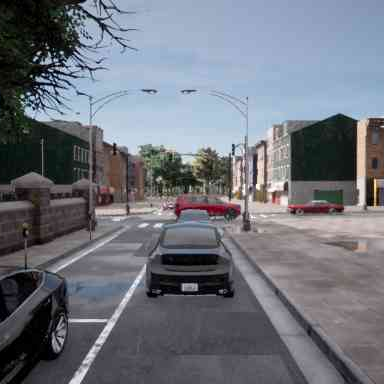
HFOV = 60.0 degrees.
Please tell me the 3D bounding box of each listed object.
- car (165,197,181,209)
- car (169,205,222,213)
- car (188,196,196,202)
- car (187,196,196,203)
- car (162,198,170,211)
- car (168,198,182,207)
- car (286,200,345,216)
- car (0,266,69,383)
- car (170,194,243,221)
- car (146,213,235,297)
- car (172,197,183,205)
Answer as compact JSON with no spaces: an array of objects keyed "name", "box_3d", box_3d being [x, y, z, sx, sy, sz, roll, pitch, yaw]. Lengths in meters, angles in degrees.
[{"name":"car","box_3d":[-2.673,1.488,46.992,1.967,1.590,4.097,-1,0,0]},{"name":"car","box_3d":[0.091,1.552,15.977,2.033,1.411,5.357,0,0,0]},{"name":"car","box_3d":[-0.046,1.671,82.145,2.033,1.411,5.357,0,0,0]},{"name":"car","box_3d":[-0.029,1.582,71.711,1.882,1.535,5.008,0,0,0]},{"name":"car","box_3d":[-2.670,1.478,41.557,1.967,1.590,4.097,-1,0,0]},{"name":"car","box_3d":[-2.675,1.624,52.426,1.947,1.339,4.313,-1,0,0]},{"name":"car","box_3d":[10.941,1.428,29.835,4.718,1.301,1.895,-1,1,0]},{"name":"car","box_3d":[-2.646,1.565,3.237,1.947,1.339,4.313,-1,0,0]},{"name":"car","box_3d":[1.261,1.223,26.893,5.566,2.045,2.150,0,0,0]},{"name":"car","box_3d":[-0.027,1.505,8.532,1.837,1.490,4.892,0,0,0]},{"name":"car","box_3d":[-2.682,1.628,63.296,1.887,1.381,4.507,-1,0,0]}]
